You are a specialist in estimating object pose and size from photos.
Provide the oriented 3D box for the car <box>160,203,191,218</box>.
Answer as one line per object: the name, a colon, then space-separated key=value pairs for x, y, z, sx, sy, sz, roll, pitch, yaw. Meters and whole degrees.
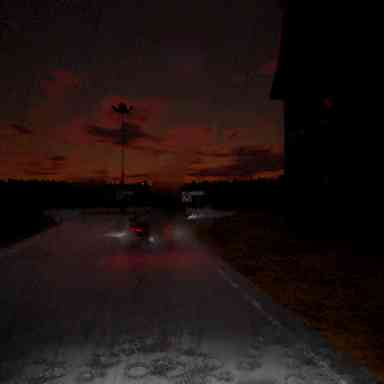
car: x=-1.726 y=1.580 z=28.029 sx=1.994 sy=1.385 sz=4.181 roll=0 pitch=0 yaw=27

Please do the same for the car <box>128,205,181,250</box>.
car: x=-1.765 y=1.532 z=14.292 sx=1.812 sy=1.442 sz=4.674 roll=0 pitch=0 yaw=-9

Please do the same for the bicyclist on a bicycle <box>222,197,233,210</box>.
bicyclist on a bicycle: x=4.591 y=1.479 z=43.257 sx=1.656 sy=1.620 sz=0.582 roll=0 pitch=0 yaw=-26
